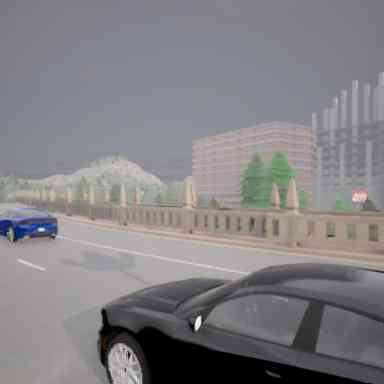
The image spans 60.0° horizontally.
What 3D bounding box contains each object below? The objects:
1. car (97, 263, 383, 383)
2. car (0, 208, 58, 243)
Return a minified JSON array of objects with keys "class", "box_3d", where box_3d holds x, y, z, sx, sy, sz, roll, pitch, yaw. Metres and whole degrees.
[{"class":"car","box_3d":[1.126,1.494,3.339,5.008,1.535,1.882,0,0,36]},{"class":"car","box_3d":[-8.379,1.518,16.512,1.882,1.535,5.008,0,0,-44]}]
